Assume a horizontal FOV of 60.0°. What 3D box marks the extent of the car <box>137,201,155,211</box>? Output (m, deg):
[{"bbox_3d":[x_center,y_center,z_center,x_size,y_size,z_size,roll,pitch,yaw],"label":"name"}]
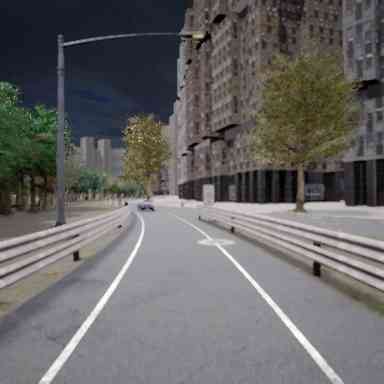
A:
[{"bbox_3d":[-6.487,1.959,46.106,1.895,1.301,4.718,0,0,-16],"label":"car"}]
